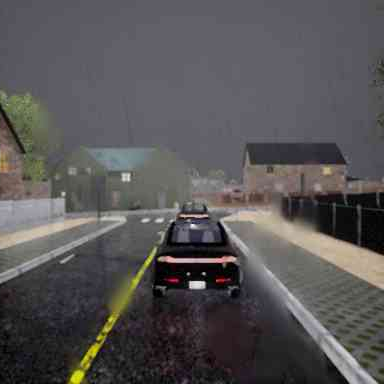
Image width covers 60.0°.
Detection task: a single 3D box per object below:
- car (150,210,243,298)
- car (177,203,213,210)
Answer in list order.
[{"bbox_3d":[0.100,1.438,8.379,2.128,1.511,4.902,0,0,0],"label":"car"},{"bbox_3d":[0.153,1.373,18.790,2.128,1.511,4.902,0,0,2],"label":"car"}]
